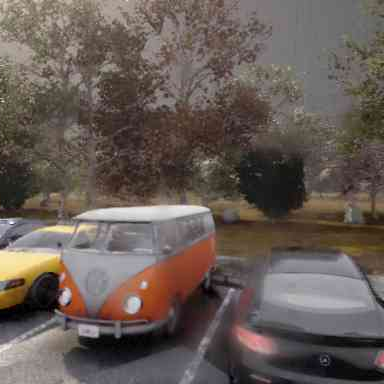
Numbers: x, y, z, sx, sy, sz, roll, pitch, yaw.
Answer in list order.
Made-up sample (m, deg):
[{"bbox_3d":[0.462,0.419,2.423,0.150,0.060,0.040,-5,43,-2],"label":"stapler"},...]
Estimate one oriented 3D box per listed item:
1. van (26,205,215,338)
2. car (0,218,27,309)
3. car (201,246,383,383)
[{"bbox_3d":[-0.778,1.267,6.500,1.878,1.987,4.442,0,-1,15],"label":"van"},{"bbox_3d":[-3.232,1.495,8.133,1.946,1.575,5.366,0,-1,15],"label":"car"},{"bbox_3d":[1.673,1.529,4.897,2.002,1.452,4.674,0,-1,15],"label":"car"}]
